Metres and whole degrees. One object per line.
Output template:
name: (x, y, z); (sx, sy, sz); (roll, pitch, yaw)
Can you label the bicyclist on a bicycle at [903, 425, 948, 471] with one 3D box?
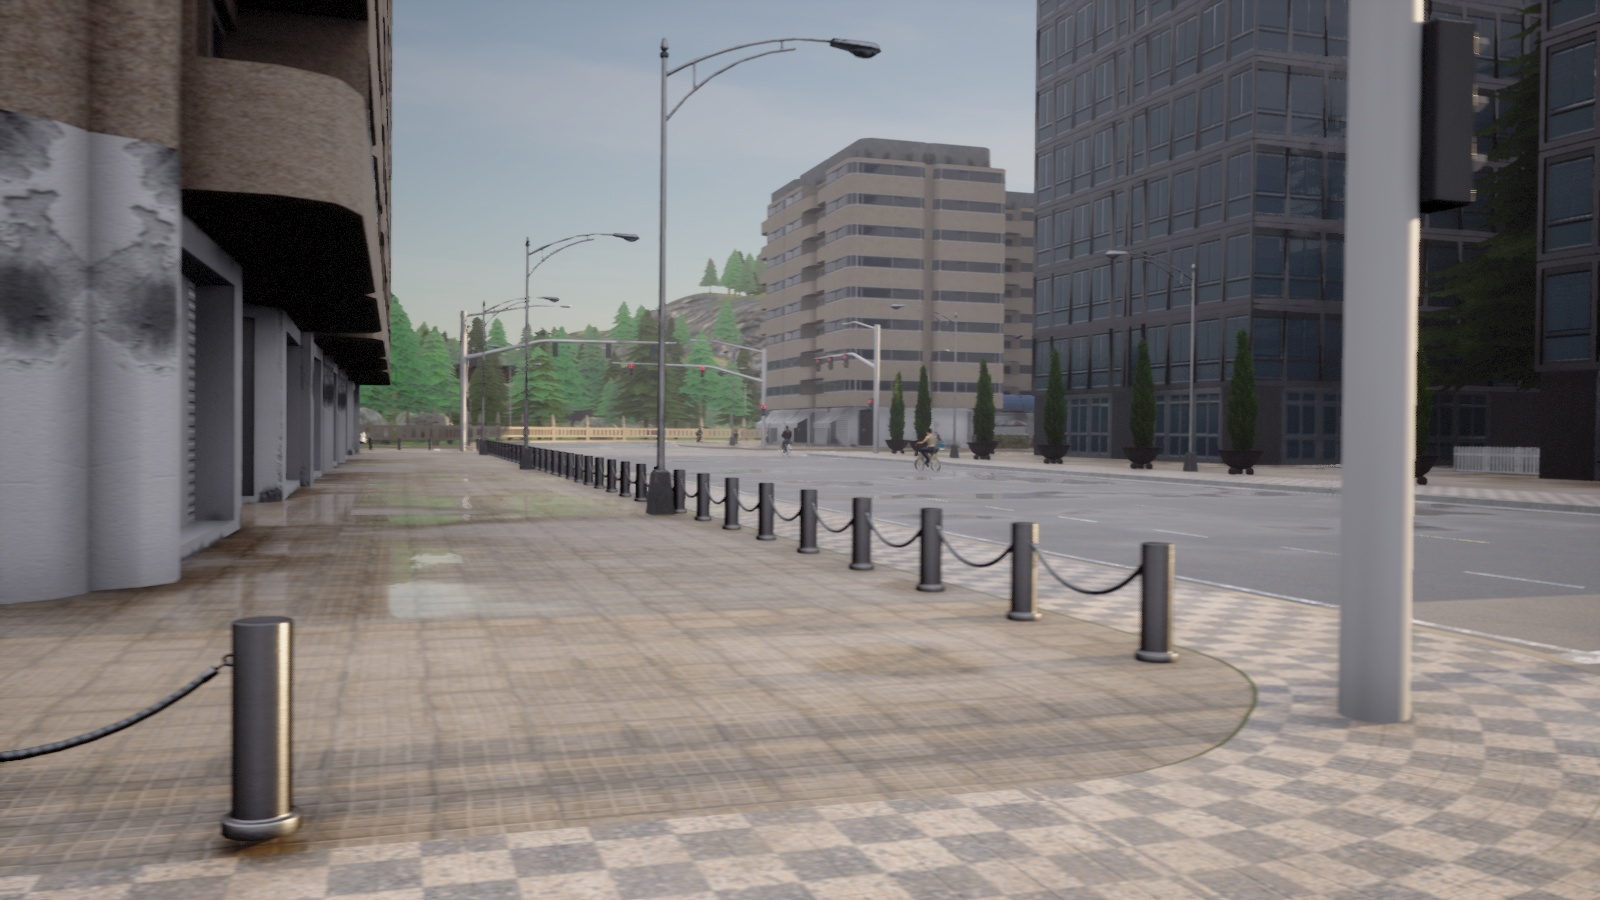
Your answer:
bicyclist on a bicycle: (4.537, -0.085, 45.418); (0.866, 1.612, 1.509); (-1, 1, -31)
